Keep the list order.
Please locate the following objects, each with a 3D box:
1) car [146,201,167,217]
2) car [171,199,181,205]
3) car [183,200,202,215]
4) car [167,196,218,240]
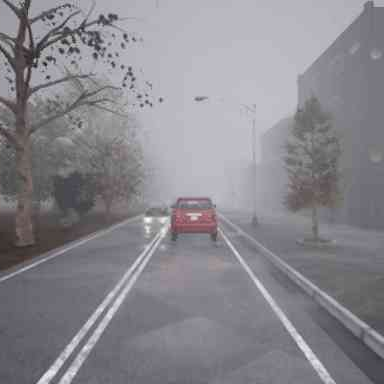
[{"bbox_3d":[-3.390,1.605,32.703,1.812,1.442,4.674,0,0,0],"label":"car"},{"bbox_3d":[-3.502,2.230,73.685,1.994,1.385,4.181,0,-1,0],"label":"car"},{"bbox_3d":[0.047,1.629,35.340,1.812,1.442,4.674,0,-1,0],"label":"car"},{"bbox_3d":[0.090,1.222,17.043,2.150,2.045,5.566,0,0,0],"label":"car"}]
